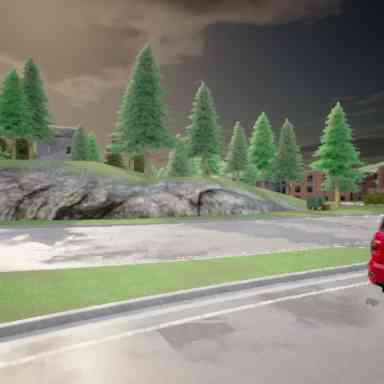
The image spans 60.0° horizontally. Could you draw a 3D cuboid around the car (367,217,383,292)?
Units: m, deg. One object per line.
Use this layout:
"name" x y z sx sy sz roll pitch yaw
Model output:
"car" 6.151 1.224 6.957 5.566 2.045 2.150 0 0 -28
